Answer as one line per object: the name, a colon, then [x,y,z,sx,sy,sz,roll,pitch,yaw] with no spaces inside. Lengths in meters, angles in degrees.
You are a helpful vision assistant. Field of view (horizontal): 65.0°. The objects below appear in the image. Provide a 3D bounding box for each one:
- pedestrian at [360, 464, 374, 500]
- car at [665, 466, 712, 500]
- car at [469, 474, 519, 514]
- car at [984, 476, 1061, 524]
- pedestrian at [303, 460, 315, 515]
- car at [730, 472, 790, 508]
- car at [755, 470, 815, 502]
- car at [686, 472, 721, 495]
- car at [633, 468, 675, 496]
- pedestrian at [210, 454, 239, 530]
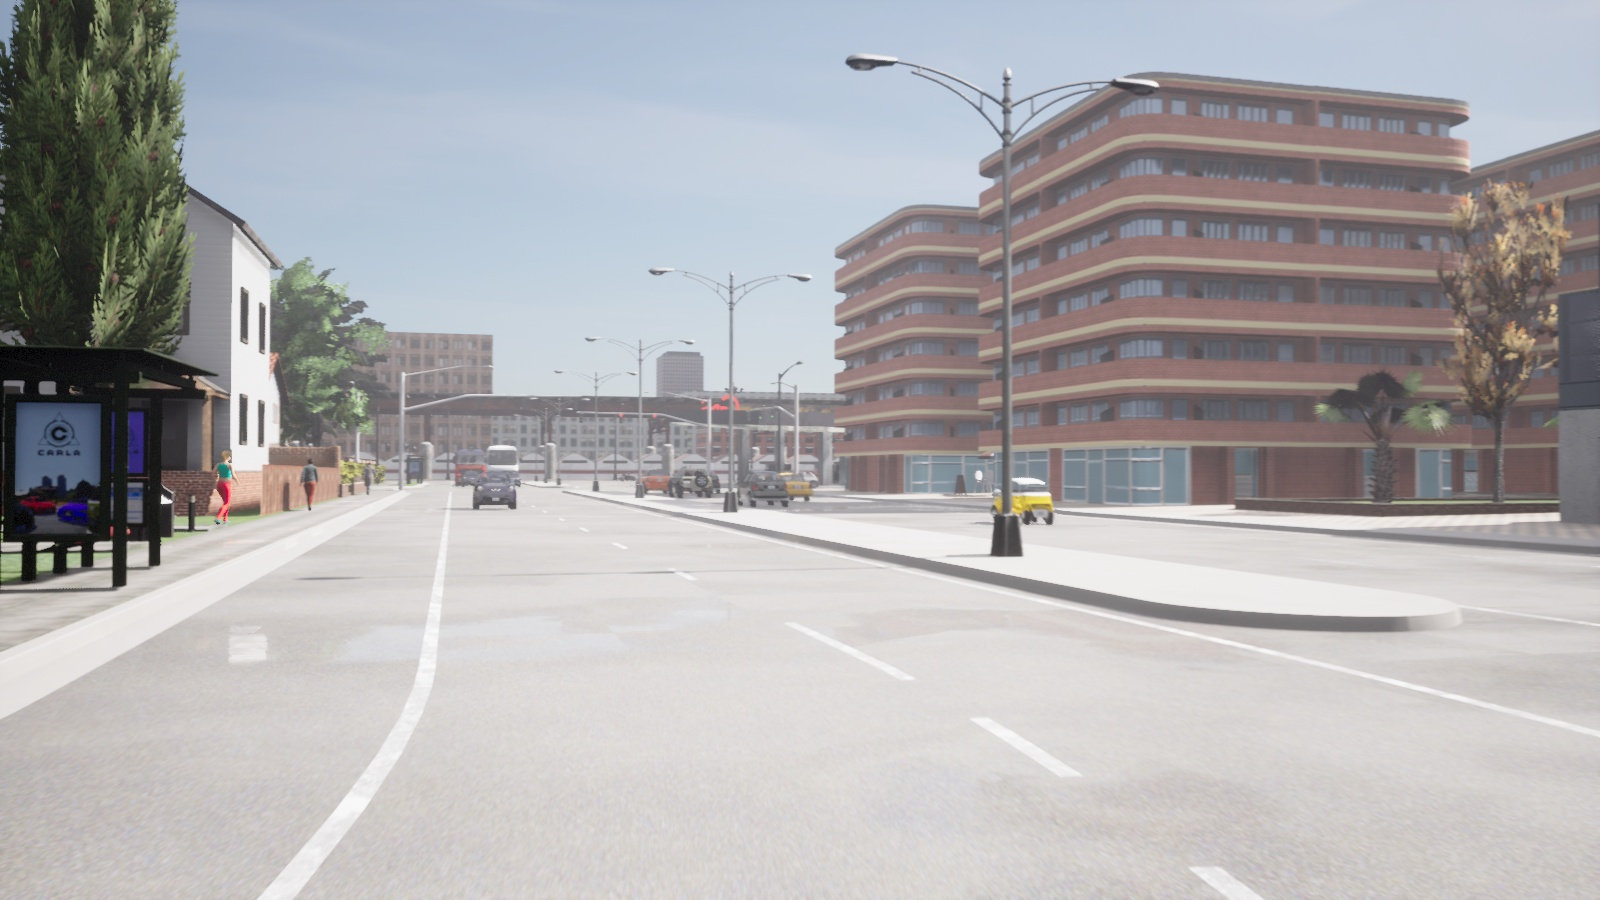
pedestrian: [-23.927,1.749,69.412,0.659,1.952,0.873,0,-1,-14]
car: [-6.461,1.873,72.278,1.932,1.855,4.605,0,-1,-15]
car: [-12.159,1.722,49.780,1.845,1.501,3.633,0,-1,-15]
car: [6.679,1.471,37.868,1.481,1.376,2.207,0,-1,-15]
pedestrian: [-16.796,1.271,42.949,0.353,1.847,0.614,0,-1,-17]
car: [-1.797,1.731,55.452,1.789,1.549,3.705,0,-1,-15]
car: [-0.856,1.849,65.158,1.801,1.575,5.366,0,-1,-15]
car: [-6.591,2.256,85.430,1.789,1.549,3.705,0,-1,-14]
car: [-9.864,2.137,84.546,2.097,1.767,4.553,0,-1,-15]
pedestrian: [-14.095,1.021,30.771,0.345,1.836,0.594,-1,-1,14]
